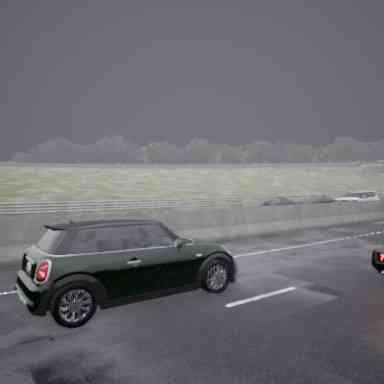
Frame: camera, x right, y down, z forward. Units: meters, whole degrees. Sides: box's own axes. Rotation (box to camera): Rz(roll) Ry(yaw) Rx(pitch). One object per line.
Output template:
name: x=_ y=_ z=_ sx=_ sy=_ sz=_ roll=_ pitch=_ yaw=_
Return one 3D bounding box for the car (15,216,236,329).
car: x=-1.188 y=1.342 z=7.199 sx=4.553 sy=1.767 sz=2.097 roll=0 pitch=0 yaw=-36

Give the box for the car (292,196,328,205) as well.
car: x=13.120 y=1.160 z=34.795 sx=5.008 sy=1.535 sz=1.882 roll=-1 pitch=0 yaw=-35

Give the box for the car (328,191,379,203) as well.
car: x=16.238 y=0.886 z=32.707 sx=5.566 sy=2.045 sz=2.150 roll=-1 pitch=0 yaw=-35

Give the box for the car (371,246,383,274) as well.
car: x=6.648 y=1.543 z=8.492 sx=4.718 sy=1.301 sz=1.895 roll=-1 pitch=0 yaw=-36

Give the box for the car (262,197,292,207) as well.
car: x=9.659 y=1.271 z=36.641 sx=4.181 sy=1.385 sz=1.994 roll=-1 pitch=0 yaw=-35
